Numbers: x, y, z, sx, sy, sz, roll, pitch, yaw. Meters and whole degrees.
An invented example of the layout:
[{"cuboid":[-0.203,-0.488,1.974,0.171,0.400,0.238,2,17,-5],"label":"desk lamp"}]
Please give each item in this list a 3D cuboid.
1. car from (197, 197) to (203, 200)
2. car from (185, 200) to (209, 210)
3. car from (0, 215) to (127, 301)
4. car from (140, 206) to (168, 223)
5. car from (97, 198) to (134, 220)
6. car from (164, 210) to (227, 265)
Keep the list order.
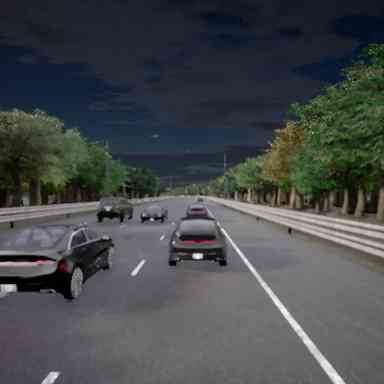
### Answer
[{"cuboid":[2.327,2.305,93.959,1.837,1.490,4.892,0,0,1],"label":"car"},{"cuboid":[0.420,1.793,29.950,1.837,1.490,4.892,0,-1,1],"label":"car"},{"cuboid":[-3.349,1.580,8.573,2.128,1.511,4.902,0,0,1],"label":"car"},{"cuboid":[-3.102,1.872,28.281,1.895,1.301,4.718,0,-1,1],"label":"car"},{"cuboid":[-6.591,1.498,28.952,2.150,2.045,5.566,0,0,1],"label":"car"},{"cuboid":[0.203,1.632,12.203,1.837,1.490,4.892,0,0,1],"label":"car"}]
